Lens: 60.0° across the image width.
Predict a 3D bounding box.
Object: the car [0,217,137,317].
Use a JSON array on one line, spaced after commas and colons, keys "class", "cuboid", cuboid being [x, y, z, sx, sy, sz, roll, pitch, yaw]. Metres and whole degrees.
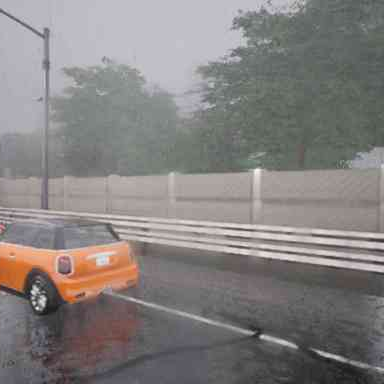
[{"class": "car", "cuboid": [-3.440, 1.362, 7.781, 4.553, 1.767, 2.097, 0, 0, 37]}]
